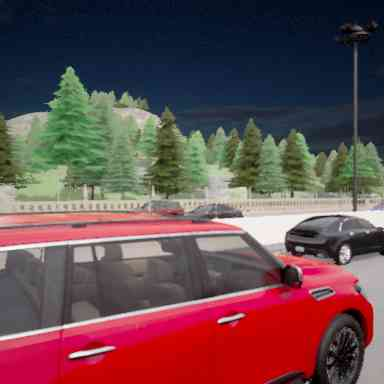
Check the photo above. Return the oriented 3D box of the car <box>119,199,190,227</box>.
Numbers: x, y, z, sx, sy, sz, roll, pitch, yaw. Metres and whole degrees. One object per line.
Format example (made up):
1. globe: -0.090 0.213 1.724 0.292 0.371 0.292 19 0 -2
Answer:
1. car: -2.646 1.408 23.601 4.553 1.767 2.097 0 0 -35

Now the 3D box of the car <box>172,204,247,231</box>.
1. car: 1.248 1.573 22.079 4.892 1.490 1.837 0 0 -35

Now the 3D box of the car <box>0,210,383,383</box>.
1. car: -0.370 1.229 3.482 5.566 2.045 2.150 0 0 -36
